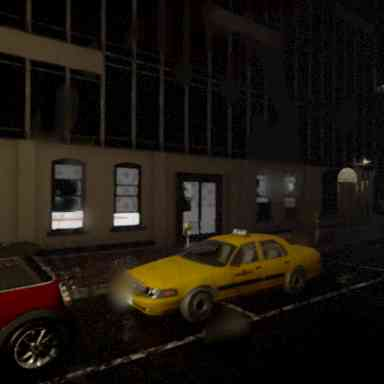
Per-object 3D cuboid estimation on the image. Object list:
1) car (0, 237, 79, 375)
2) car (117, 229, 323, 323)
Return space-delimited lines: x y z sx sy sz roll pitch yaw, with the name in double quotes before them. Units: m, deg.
"car" -3.627 1.442 3.962 4.097 1.590 1.967 0 1 -35
"car" 0.856 1.517 7.158 4.829 1.417 1.752 0 1 -35
